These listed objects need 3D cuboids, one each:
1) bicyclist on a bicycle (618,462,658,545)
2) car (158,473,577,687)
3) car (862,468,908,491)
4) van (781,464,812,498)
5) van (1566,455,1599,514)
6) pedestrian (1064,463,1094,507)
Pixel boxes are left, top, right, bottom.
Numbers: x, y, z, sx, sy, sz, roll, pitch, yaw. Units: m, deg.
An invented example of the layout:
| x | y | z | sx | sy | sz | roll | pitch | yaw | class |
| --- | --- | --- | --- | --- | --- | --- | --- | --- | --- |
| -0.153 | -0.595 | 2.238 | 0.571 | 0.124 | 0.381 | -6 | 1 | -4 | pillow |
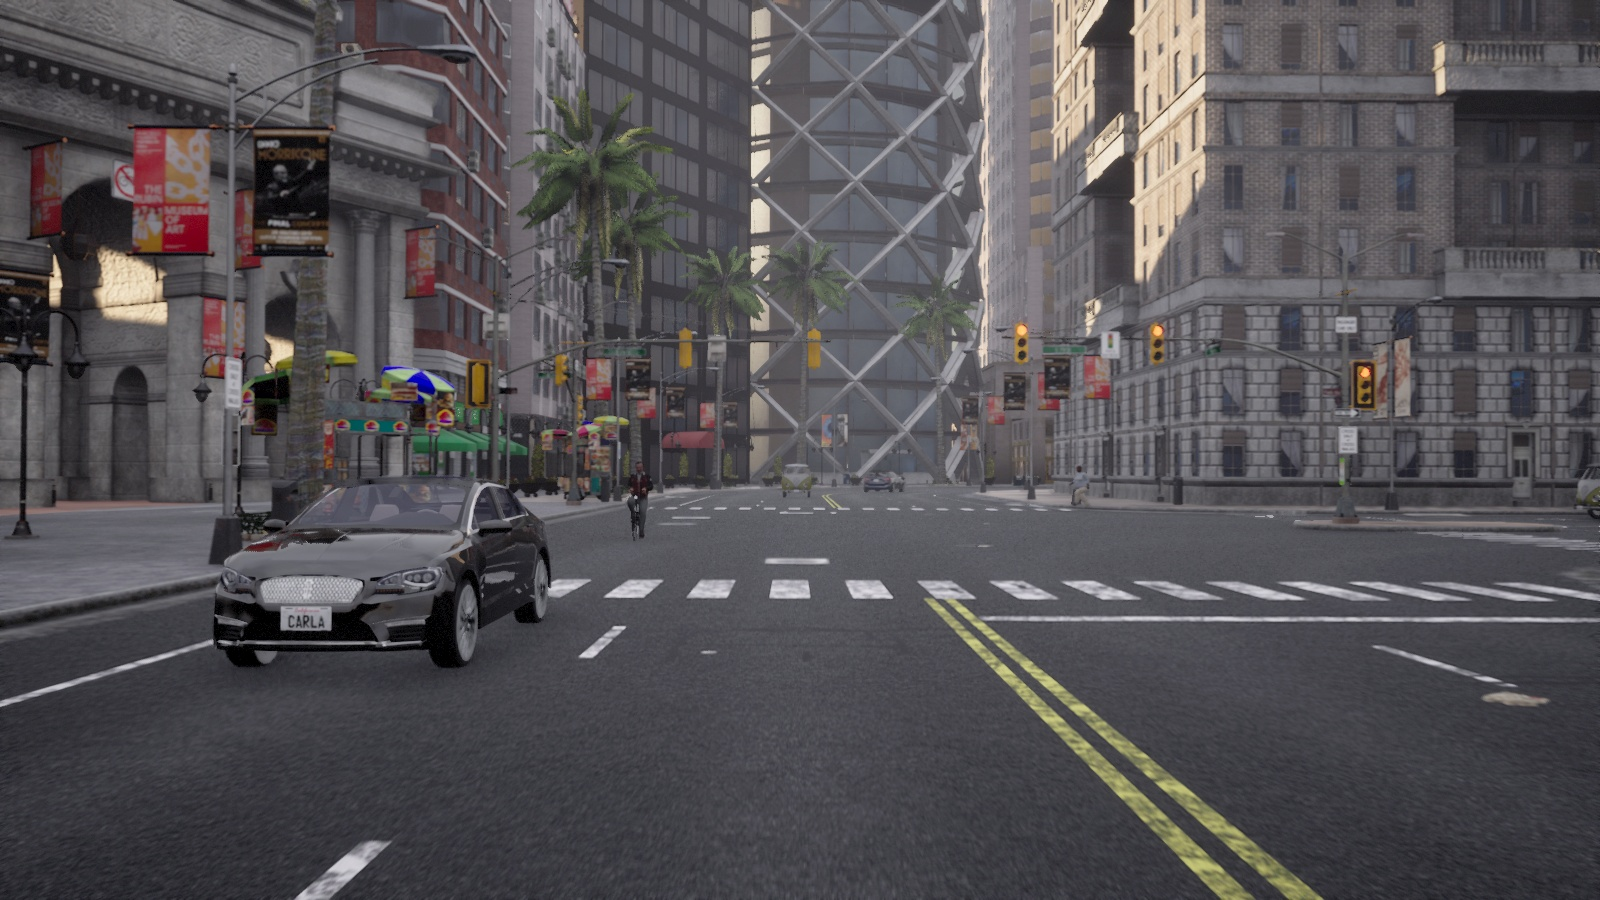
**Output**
| x | y | z | sx | sy | sz | roll | pitch | yaw | class |
| --- | --- | --- | --- | --- | --- | --- | --- | --- | --- |
| -3.569 | 1.164 | 27.758 | 0.659 | 1.776 | 1.843 | 0 | -1 | 0 | bicyclist on a bicycle |
| -3.528 | 0.976 | 11.427 | 2.128 | 1.511 | 4.902 | 0 | -1 | 0 | car |
| 6.382 | 2.206 | 93.947 | 2.242 | 1.667 | 4.611 | -1 | -1 | 20 | car |
| -0.174 | 1.818 | 74.679 | 1.775 | 1.987 | 4.442 | 0 | -1 | 0 | van |
| 29.091 | 1.174 | 43.176 | 4.442 | 1.987 | 1.775 | 0 | -1 | -1 | van |
| 11.799 | 1.462 | 53.050 | 0.900 | 1.855 | 0.874 | 0 | -1 | -19 | pedestrian |
